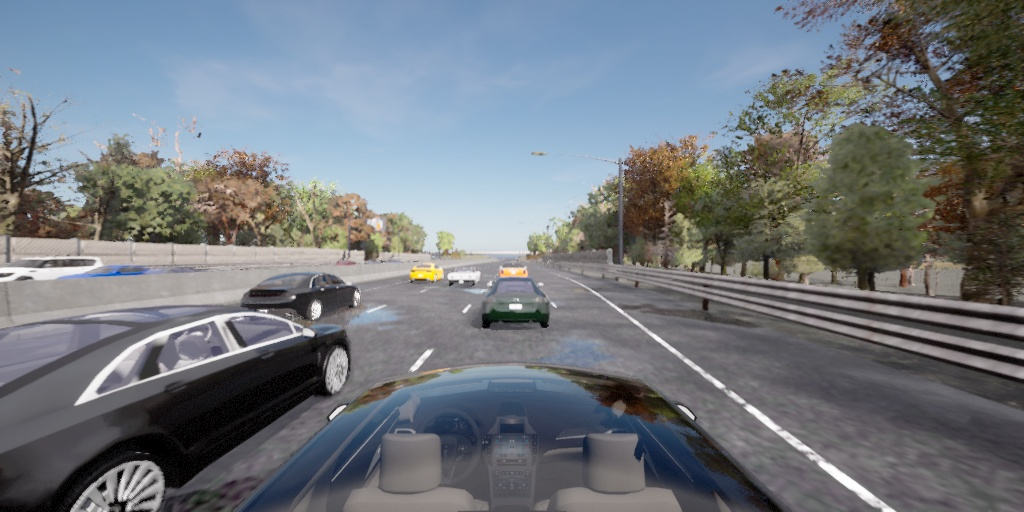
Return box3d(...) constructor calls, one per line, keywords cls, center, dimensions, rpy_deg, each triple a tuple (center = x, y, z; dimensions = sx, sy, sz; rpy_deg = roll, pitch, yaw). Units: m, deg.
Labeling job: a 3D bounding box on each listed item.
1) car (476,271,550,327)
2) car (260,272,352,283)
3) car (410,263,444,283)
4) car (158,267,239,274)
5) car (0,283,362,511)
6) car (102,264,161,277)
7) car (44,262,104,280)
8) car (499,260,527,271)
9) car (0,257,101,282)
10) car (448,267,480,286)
box3d(cls="car", center=(0.102, 1.350, 11.728), dimensions=(1.994, 1.385, 4.181), rpy_deg=(0, 0, 0))
box3d(cls="car", center=(-6.898, 1.293, 12.363), dimensions=(1.837, 1.490, 4.892), rpy_deg=(0, 0, 0))
box3d(cls="car", center=(-6.892, 1.335, 29.409), dimensions=(1.882, 1.535, 5.008), rpy_deg=(0, 0, 0))
box3d(cls="car", center=(-17.594, 1.424, 21.298), dimensions=(1.895, 1.301, 4.718), rpy_deg=(0, 0, 0))
box3d(cls="car", center=(-3.408, 1.249, 3.677), dimensions=(2.128, 1.511, 4.902), rpy_deg=(0, 0, 0))
box3d(cls="car", center=(-21.093, 1.374, 22.128), dimensions=(2.033, 1.411, 5.357), rpy_deg=(0, 0, 0))
box3d(cls="car", center=(-24.592, 1.304, 22.177), dimensions=(1.882, 1.535, 5.008), rpy_deg=(0, 0, 0))
box3d(cls="car", center=(0.106, 1.201, 27.529), dimensions=(2.097, 1.767, 4.553), rpy_deg=(0, 0, 0))
box3d(cls="car", center=(-27.806, 1.047, 21.369), dimensions=(2.150, 2.045, 5.566), rpy_deg=(0, -1, -2))
box3d(cls="car", center=(-3.394, 1.445, 26.263), dimensions=(1.895, 1.301, 4.718), rpy_deg=(0, 0, 0))
